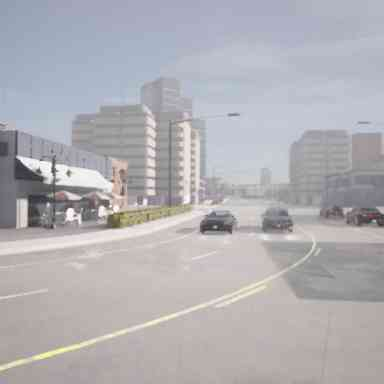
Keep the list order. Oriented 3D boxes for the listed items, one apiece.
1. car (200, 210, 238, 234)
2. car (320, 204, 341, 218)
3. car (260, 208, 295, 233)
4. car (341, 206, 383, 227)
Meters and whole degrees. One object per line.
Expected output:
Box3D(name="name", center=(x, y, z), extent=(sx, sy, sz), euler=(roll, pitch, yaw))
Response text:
Box3D(name="car", center=(1.813, 1.869, 21.263), extent=(1.994, 1.385, 4.181), euler=(0, -1, 14))
Box3D(name="car", center=(15.835, 2.100, 37.704), extent=(1.812, 1.442, 4.674), euler=(0, -1, 10))
Box3D(name="car", center=(5.687, 1.835, 22.257), extent=(1.837, 1.490, 4.892), euler=(0, -1, 12))
Box3D(name="car", center=(13.888, 1.923, 26.911), extent=(1.837, 1.490, 4.892), euler=(0, -1, 11))
